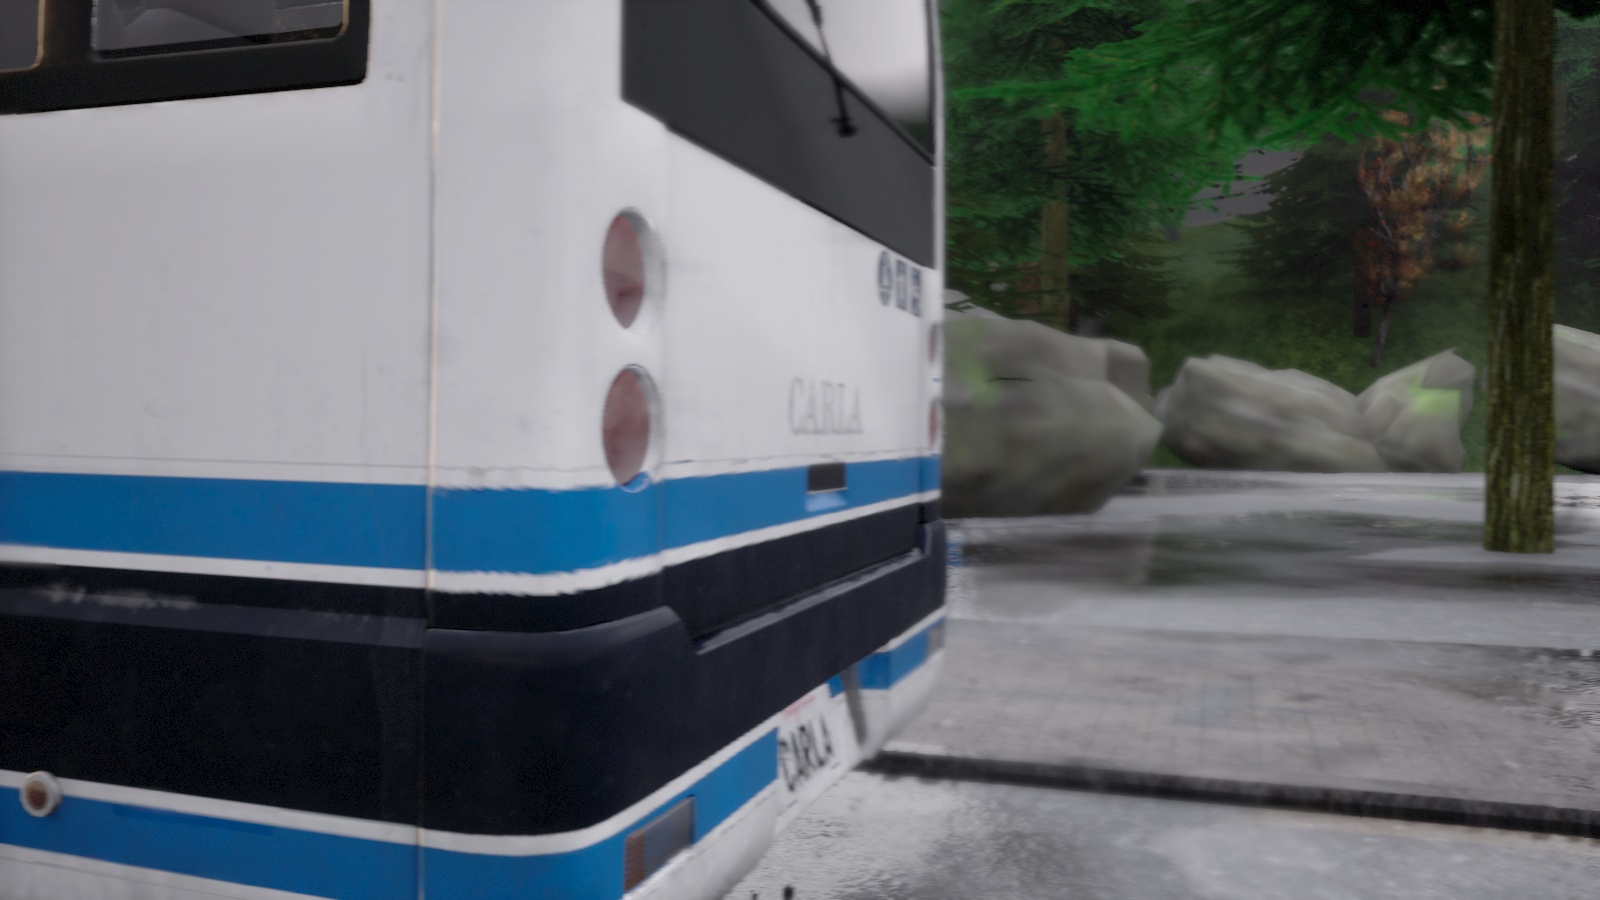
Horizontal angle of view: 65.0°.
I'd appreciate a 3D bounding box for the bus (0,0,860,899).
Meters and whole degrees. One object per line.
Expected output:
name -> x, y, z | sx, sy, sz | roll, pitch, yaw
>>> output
bus -> -5.255, -0.684, 5.475 | 10.273, 4.253, 3.944 | 2, 1, 19
